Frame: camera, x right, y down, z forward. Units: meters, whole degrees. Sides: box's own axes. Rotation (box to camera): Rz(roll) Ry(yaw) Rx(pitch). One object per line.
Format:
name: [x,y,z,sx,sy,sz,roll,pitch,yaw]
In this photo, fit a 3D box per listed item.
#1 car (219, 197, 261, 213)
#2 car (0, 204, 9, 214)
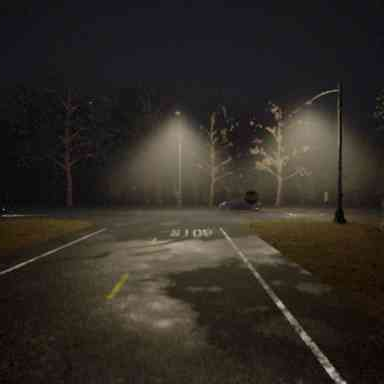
car: [5.338,1.318,37.193,4.553,1.767,2.097,0,0,0]
car: [-19.117,1.422,30.432,4.181,1.385,1.994,0,0,1]
